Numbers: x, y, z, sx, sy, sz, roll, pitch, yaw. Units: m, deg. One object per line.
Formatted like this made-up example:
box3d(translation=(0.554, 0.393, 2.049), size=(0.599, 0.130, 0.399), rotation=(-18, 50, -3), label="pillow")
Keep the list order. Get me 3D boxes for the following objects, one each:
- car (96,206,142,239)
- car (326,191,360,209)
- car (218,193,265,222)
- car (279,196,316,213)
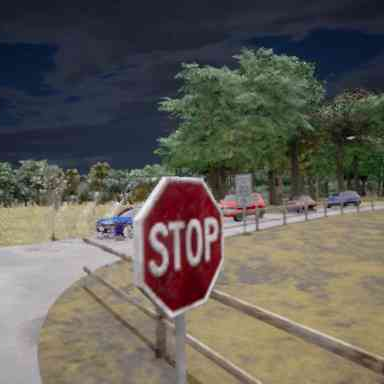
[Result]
box3d(translation=(-2.775, 1.487, 17.830), size=(1.882, 1.535, 5.008), rotation=(-2, -1, 38), label="car")
box3d(translation=(18.304, 0.944, 40.416), size=(5.566, 2.045, 2.150), rotation=(-1, -1, -39), label="car")
box3d(translation=(3.670, 1.154, 25.938), size=(2.150, 2.045, 5.566), rotation=(-2, -1, 40), label="car")
box3d(translation=(10.638, 1.188, 33.527), size=(4.553, 1.767, 2.097), rotation=(-1, -1, -45), label="car")
